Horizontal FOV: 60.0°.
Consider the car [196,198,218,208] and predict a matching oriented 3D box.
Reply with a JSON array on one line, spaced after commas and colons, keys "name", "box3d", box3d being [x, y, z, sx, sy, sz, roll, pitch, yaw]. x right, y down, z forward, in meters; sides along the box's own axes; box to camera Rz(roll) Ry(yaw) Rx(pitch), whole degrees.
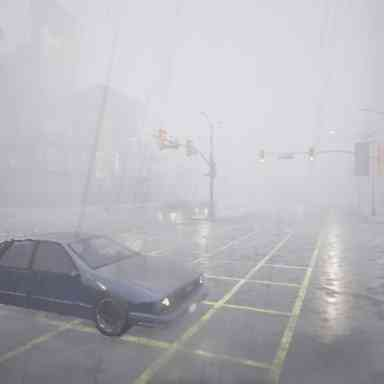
[{"name": "car", "box3d": [2.196, 1.601, 48.688, 1.895, 1.301, 4.718, 0, 0, 23]}]

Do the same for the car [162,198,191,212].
[{"name": "car", "box3d": [-1.774, 1.478, 39.277, 1.882, 1.535, 5.008, 0, 0, 25]}]

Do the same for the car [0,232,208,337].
[{"name": "car", "box3d": [-2.442, 1.538, 6.580, 5.357, 1.411, 2.033, 0, 0, 23]}]
